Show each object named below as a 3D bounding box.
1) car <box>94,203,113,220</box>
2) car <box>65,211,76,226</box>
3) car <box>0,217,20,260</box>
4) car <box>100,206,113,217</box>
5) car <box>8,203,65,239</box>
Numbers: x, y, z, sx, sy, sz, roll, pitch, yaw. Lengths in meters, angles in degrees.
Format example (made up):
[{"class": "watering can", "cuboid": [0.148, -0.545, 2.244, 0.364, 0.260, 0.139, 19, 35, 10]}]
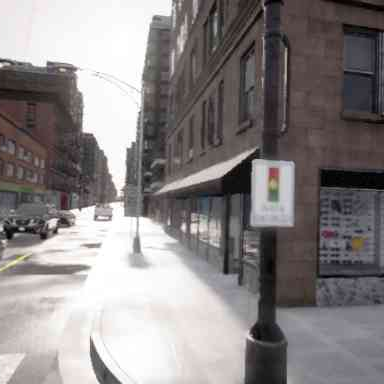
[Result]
[{"class": "car", "cuboid": [-11.645, 2.516, 43.687, 2.150, 2.045, 5.566, 2, -2, -12]}, {"class": "car", "cuboid": [-11.781, 2.382, 30.276, 1.895, 1.301, 4.718, 2, -2, -12]}, {"class": "car", "cuboid": [-7.580, 1.722, 10.689, 2.033, 1.411, 5.357, 2, -2, -12]}, {"class": "car", "cuboid": [-13.903, 3.101, 54.157, 1.882, 1.535, 5.008, 2, -2, -12]}, {"class": "car", "cuboid": [-9.681, 1.700, 20.538, 2.150, 2.045, 5.566, 2, -2, -12]}]
